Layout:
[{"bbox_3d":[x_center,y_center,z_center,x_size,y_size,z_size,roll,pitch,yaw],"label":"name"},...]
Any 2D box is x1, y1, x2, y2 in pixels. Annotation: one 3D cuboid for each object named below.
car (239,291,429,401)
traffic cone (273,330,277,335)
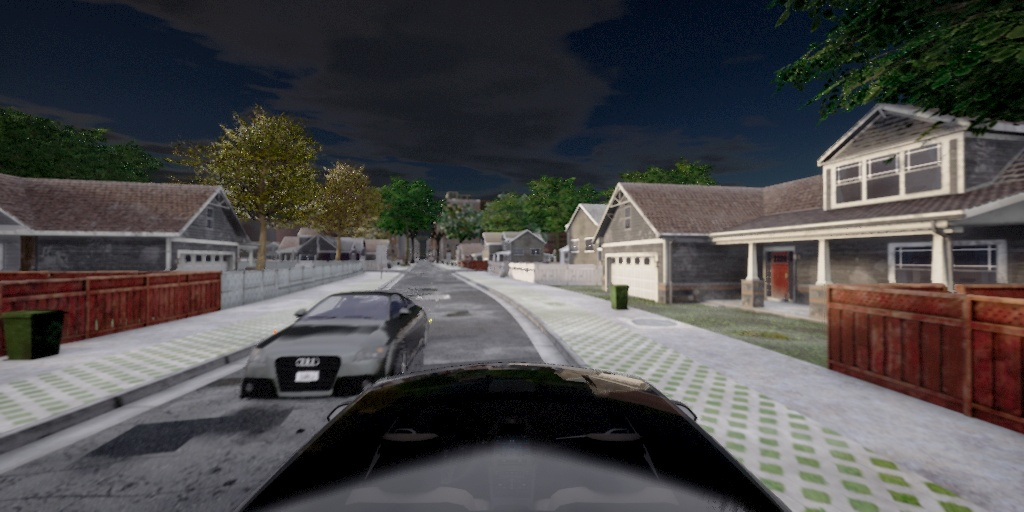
[{"bbox_3d":[-2.747,1.351,6.526,1.994,1.385,4.181,0,0,-5],"label":"car"},{"bbox_3d":[-4.637,1.747,7.014,0.340,0.580,0.340,0,0,-5],"label":"traffic cone"}]
